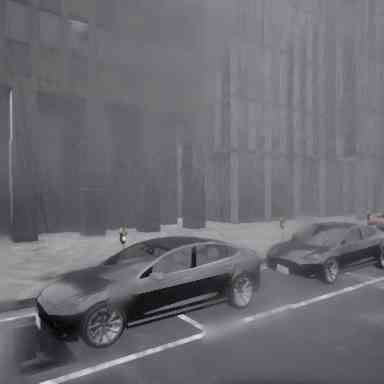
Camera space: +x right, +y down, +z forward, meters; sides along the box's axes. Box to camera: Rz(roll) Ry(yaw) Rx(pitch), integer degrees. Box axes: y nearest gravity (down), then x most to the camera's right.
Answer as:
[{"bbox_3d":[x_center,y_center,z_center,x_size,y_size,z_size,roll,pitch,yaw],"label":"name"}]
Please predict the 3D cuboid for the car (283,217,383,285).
[{"bbox_3d":[4.046,1.564,9.537,4.313,1.339,1.947,0,0,-35],"label":"car"}]

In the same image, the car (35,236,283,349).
[{"bbox_3d":[-0.543,1.565,6.264,4.313,1.339,1.947,0,0,-35],"label":"car"}]

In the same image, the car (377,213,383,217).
[{"bbox_3d":[8.634,1.313,12.811,5.009,1.841,2.192,0,0,-35],"label":"car"}]
